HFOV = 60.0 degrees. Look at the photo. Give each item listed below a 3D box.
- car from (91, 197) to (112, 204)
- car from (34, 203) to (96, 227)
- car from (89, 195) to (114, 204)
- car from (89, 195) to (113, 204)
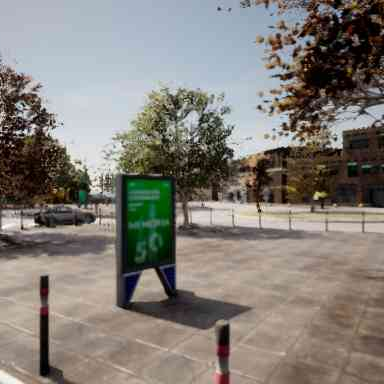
[{"bbox_3d":[-22.124,2.033,80.958,4.892,1.521,2.231,0,-1,-17],"label":"car"},{"bbox_3d":[-9.173,1.720,24.241,4.181,1.385,1.994,0,-1,-41],"label":"car"},{"bbox_3d":[-21.319,1.720,78.420,5.566,2.045,2.435,0,-1,-17],"label":"car"},{"bbox_3d":[-22.929,1.848,83.638,5.566,2.045,2.435,0,-1,-17],"label":"car"}]
